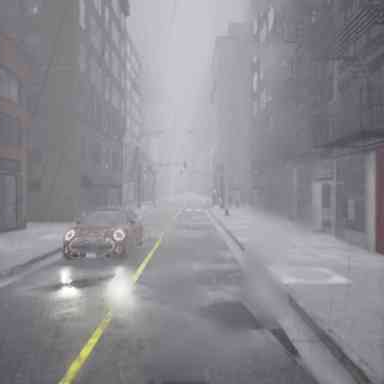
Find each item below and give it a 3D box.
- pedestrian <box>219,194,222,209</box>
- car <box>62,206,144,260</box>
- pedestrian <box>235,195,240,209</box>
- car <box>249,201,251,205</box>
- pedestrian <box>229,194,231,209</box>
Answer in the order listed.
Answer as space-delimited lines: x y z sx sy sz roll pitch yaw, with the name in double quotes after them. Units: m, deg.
3.637 1.176 42.062 0.375 1.860 0.375 0 0 0 "pedestrian"
-3.099 1.368 12.467 2.097 1.767 4.553 0 0 0 "car"
5.637 1.208 41.462 0.375 1.860 0.375 0 0 0 "pedestrian"
11.661 1.723 55.658 4.206 1.307 1.802 1 0 0 "car"
4.637 1.185 40.862 0.375 1.860 0.375 0 0 0 "pedestrian"
